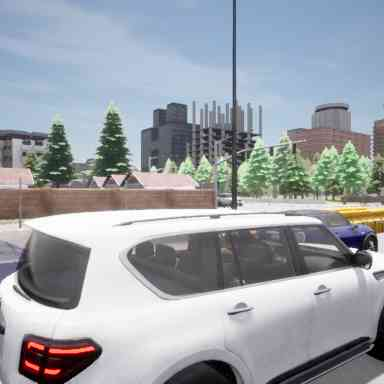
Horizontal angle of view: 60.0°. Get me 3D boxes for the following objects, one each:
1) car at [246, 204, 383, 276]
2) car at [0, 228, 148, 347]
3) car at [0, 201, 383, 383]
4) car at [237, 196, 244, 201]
[{"bbox_3d":[4.189,1.352,11.023,4.553,1.767,2.097,0,0,-35],"label":"car"},{"bbox_3d":[-3.591,1.547,5.486,5.357,1.411,2.033,0,0,-36],"label":"car"},{"bbox_3d":[0.649,1.221,4.205,5.566,2.045,2.150,0,0,-36],"label":"car"},{"bbox_3d":[5.676,1.222,51.810,2.150,2.045,5.566,0,0,-33],"label":"car"}]
